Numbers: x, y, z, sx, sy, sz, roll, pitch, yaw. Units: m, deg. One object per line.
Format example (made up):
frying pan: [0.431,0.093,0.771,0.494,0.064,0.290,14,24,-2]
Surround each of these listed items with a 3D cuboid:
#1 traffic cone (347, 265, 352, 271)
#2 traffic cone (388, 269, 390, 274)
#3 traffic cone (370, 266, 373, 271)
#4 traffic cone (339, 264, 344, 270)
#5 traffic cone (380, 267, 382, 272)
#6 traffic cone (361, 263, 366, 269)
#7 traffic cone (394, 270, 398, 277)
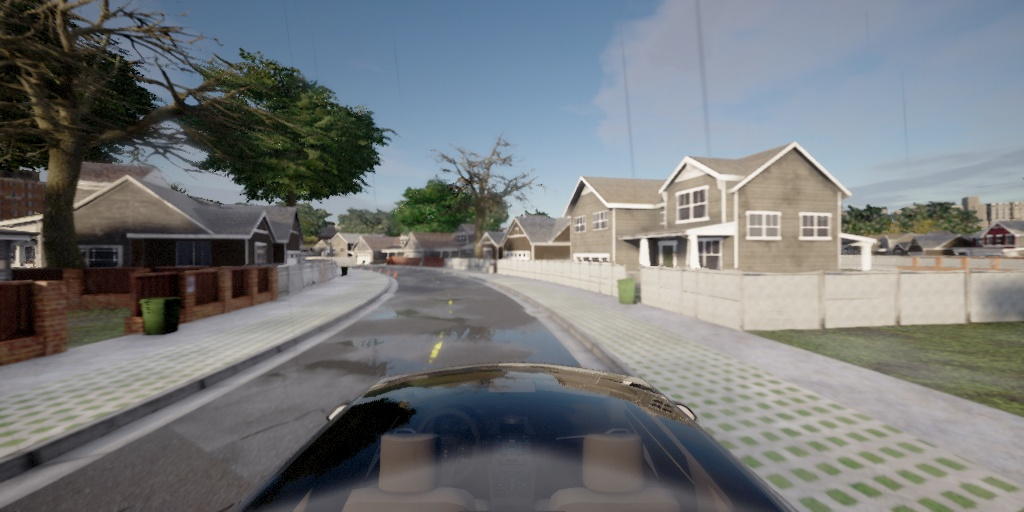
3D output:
traffic cone: [-24.015,1.599,53.413,0.340,0.580,0.340,0,0,-42]
traffic cone: [-12.914,1.613,37.579,0.340,0.580,0.340,0,0,-28]
traffic cone: [-17.974,1.600,45.840,0.340,0.580,0.340,0,0,-35]
traffic cone: [-27.374,1.603,56.905,0.340,0.580,0.340,0,0,44]
traffic cone: [-15.316,1.605,41.788,0.340,0.580,0.340,0,0,-31]
traffic cone: [-20.877,1.598,49.720,0.340,0.580,0.340,0,0,-39]
traffic cone: [-10.777,1.623,33.230,0.340,0.580,0.340,0,0,-24]
